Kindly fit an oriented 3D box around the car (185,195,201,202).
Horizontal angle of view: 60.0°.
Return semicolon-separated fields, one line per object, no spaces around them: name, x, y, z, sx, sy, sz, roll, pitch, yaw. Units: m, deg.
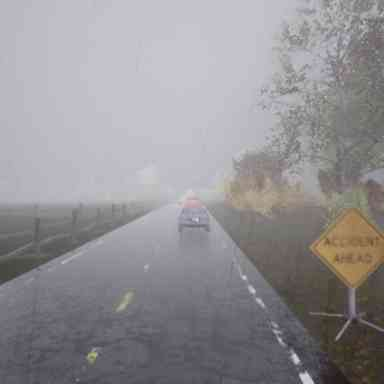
car;0.129;1.370;42.961;2.097;1.767;4.553;0;0;0

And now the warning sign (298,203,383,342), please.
warning sign;2.449;1.124;5.102;1.300;1.860;1.060;0;0;0

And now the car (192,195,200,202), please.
car;1.019;1.449;80.096;1.882;1.535;5.008;0;0;0

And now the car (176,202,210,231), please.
car;0.108;1.568;20.703;2.033;1.411;5.357;0;0;0

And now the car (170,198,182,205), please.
car;-2.761;1.606;56.848;1.895;1.301;4.718;0;0;1
